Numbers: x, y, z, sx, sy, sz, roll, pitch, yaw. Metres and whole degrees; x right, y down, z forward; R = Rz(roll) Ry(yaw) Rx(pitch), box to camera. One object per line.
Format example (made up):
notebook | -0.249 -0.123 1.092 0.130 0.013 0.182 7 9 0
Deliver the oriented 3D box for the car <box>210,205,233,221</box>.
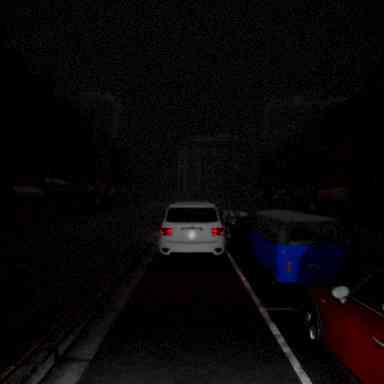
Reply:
car | 2.658 1.904 31.146 1.802 1.307 4.206 1 -1 0

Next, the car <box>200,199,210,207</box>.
car | 2.674 2.203 69.671 1.967 1.590 4.097 0 -1 0

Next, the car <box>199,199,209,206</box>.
car | 2.675 2.380 75.173 2.008 1.369 4.403 0 -1 0

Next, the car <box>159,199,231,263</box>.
car | 0.018 1.351 12.596 2.150 2.045 5.566 0 0 0

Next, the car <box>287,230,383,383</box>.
car | 2.650 1.477 3.632 1.967 1.590 4.097 1 -1 0

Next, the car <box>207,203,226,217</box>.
car | 2.660 1.964 36.650 1.802 1.307 4.206 0 -1 0

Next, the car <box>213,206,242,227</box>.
car | 2.656 1.845 25.643 1.802 1.307 4.206 1 -1 0

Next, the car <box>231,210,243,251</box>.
car | 2.652 1.713 14.637 1.947 1.339 4.313 1 -1 0

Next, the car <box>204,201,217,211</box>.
car | 2.772 2.077 51.587 1.812 1.442 4.674 0 -1 0

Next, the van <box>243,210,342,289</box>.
van | 2.653 1.432 9.136 1.690 1.788 3.998 1 -1 0

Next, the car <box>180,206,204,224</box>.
car | 0.032 1.892 28.263 1.895 1.301 4.718 0 -1 0

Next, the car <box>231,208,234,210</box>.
car | 2.654 1.755 20.140 2.008 1.369 4.403 1 -1 0
